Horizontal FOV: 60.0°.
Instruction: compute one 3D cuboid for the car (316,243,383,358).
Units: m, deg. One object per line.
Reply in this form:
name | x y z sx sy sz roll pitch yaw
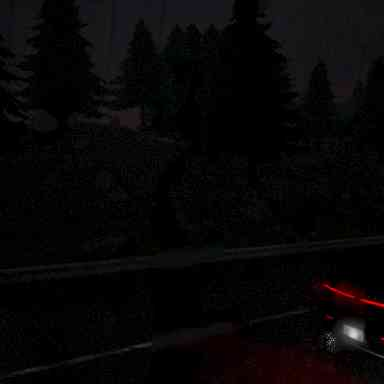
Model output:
car | 4.189 1.526 5.266 4.892 1.490 1.837 0 0 -27
